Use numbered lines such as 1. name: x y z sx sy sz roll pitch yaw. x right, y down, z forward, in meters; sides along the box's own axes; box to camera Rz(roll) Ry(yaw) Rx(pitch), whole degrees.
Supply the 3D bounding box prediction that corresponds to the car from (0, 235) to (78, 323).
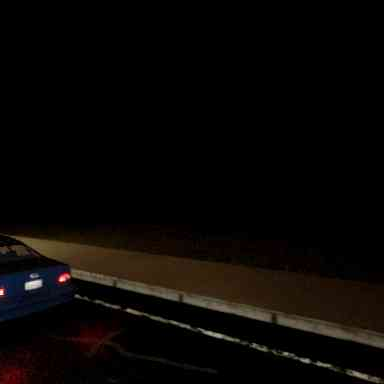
1. car: -4.691 1.628 7.039 5.357 1.411 2.033 -1 0 36
